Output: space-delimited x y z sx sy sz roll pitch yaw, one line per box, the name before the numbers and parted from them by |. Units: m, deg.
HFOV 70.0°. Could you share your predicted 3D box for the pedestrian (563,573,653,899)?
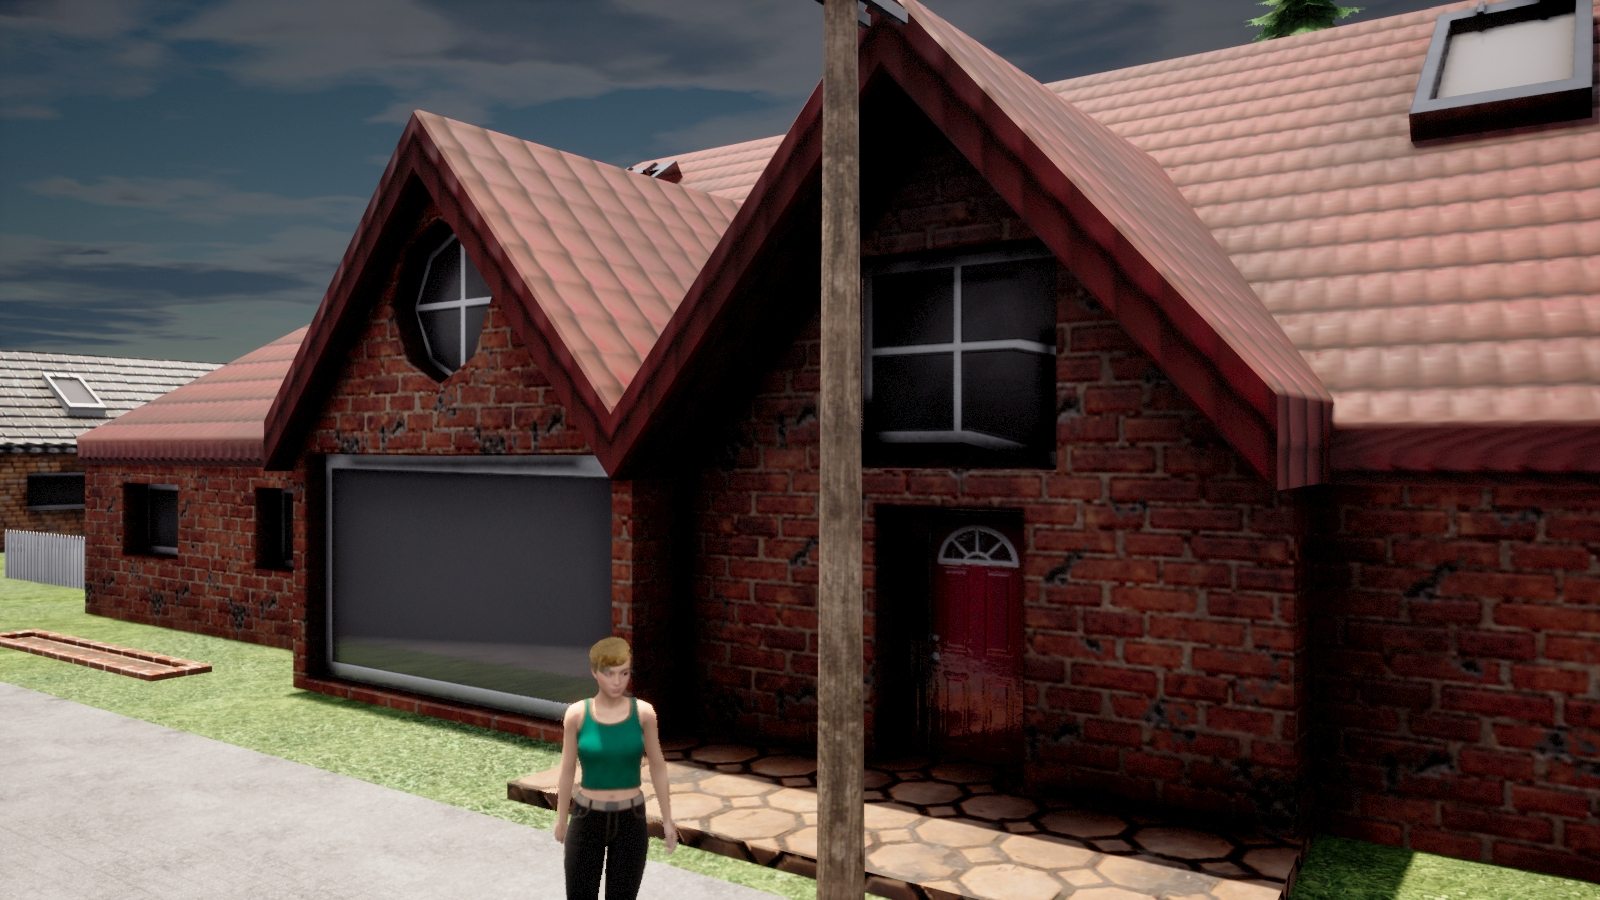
pedestrian | -0.893 1.524 5.274 0.375 1.860 0.375 0 0 -15
